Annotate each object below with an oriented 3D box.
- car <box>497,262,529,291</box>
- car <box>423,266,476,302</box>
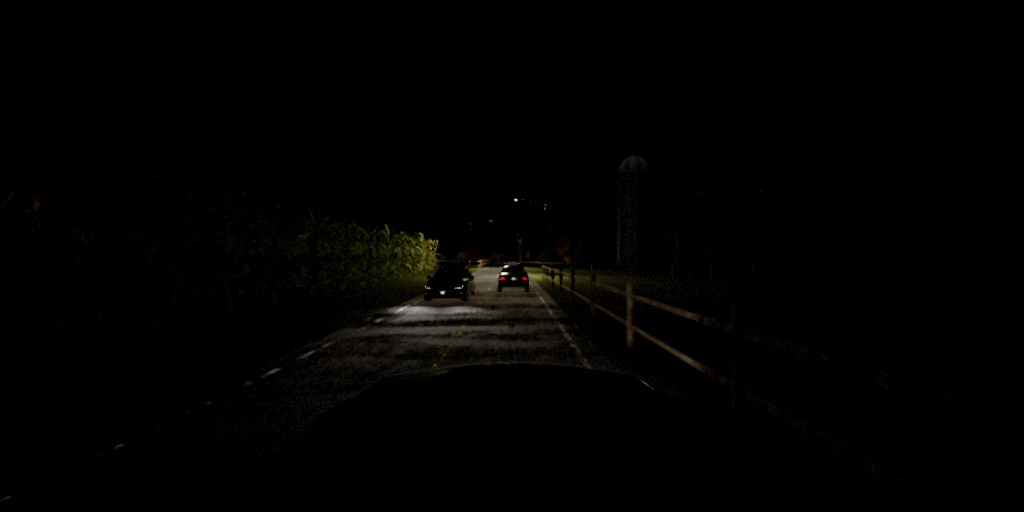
[{"bbox_3d":[0.079,1.295,21.938,2.033,1.411,5.357,0,0,0],"label":"car"},{"bbox_3d":[-2.813,1.254,16.993,1.837,1.490,4.892,0,0,0],"label":"car"}]
